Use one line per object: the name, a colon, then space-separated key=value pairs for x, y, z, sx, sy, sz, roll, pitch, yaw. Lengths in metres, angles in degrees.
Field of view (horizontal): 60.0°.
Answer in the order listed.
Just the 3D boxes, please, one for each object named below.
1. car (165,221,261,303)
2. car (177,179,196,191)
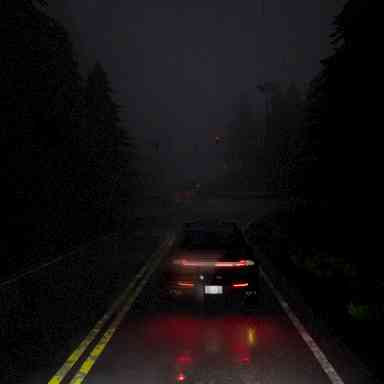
car: x=0.448 y=1.466 z=8.170 sx=2.128 sy=1.511 sz=4.902 roll=0 pitch=0 yaw=2
car: x=-0.699 y=-1.071 z=45.216 sx=1.812 sy=1.442 sz=4.674 roll=1 pitch=9 yaw=14
